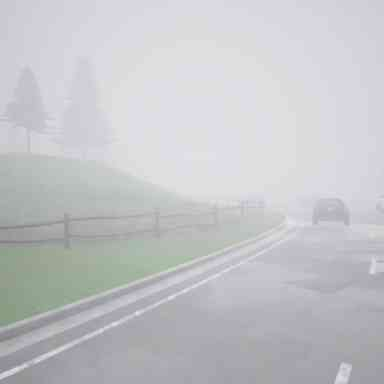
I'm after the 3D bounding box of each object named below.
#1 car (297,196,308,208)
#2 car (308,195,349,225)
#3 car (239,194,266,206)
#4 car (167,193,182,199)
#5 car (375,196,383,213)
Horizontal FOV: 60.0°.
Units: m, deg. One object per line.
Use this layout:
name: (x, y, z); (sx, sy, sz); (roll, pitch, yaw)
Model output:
car: (14.102, 1.130, 39.064); (2.128, 1.511, 4.902); (0, 0, -7)
car: (9.136, 1.134, 22.306); (2.097, 1.767, 4.553); (-1, 0, 18)
car: (8.500, 1.001, 47.147); (2.097, 1.767, 4.553); (-1, 0, -19)
car: (-4.782, 1.084, 88.028); (2.128, 1.511, 4.902); (-1, 0, -41)
car: (17.647, 0.885, 28.124); (2.150, 2.045, 5.566); (0, 1, 7)
